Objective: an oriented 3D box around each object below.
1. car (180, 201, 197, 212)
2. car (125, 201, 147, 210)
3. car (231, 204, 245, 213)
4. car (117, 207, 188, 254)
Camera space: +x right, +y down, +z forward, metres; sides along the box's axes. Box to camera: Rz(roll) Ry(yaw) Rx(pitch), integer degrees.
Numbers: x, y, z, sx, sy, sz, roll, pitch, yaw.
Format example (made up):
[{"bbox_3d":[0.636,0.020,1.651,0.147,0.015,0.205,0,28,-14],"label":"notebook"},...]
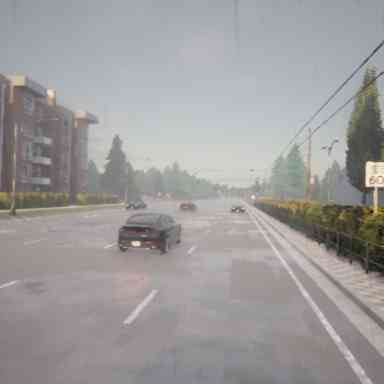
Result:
[{"bbox_3d":[-0.487,1.970,47.569,1.882,1.535,5.008,2,0,8],"label":"car"},{"bbox_3d":[-7.696,1.853,46.588,1.895,1.301,4.718,2,-1,8],"label":"car"},{"bbox_3d":[6.639,2.326,48.008,1.895,1.301,4.718,2,-1,8],"label":"car"},{"bbox_3d":[-1.625,1.606,14.142,1.837,1.490,4.892,2,0,8],"label":"car"}]
